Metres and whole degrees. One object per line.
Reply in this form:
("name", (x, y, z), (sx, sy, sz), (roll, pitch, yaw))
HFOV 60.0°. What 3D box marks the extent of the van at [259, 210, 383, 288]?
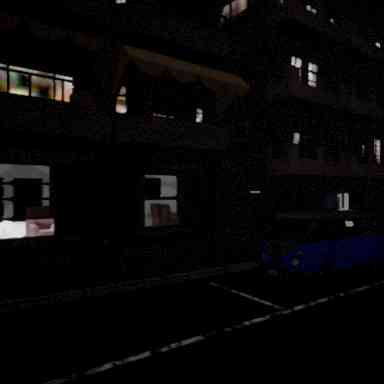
("van", (3.640, 1.417, 9.163), (3.998, 1.788, 1.690), (1, -1, -35))
